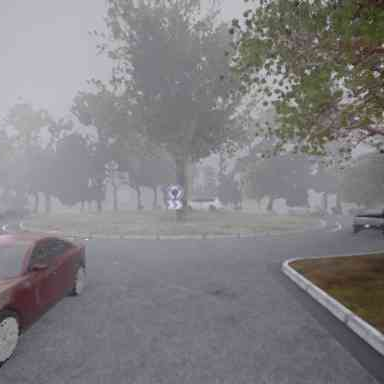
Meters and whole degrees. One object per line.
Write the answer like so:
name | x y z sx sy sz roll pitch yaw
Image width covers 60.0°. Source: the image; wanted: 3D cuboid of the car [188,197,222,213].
car | 1.423 1.775 45.971 5.566 2.045 2.150 0 -1 11

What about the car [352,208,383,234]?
car | 11.384 1.738 20.530 2.128 1.511 4.902 0 -1 40

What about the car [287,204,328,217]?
car | 12.913 2.052 37.675 1.895 1.301 4.718 0 -1 -25

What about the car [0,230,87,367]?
car | -3.411 1.551 6.023 1.882 1.535 5.008 1 -1 -1

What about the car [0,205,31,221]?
car | -17.621 1.926 31.758 2.033 1.411 5.357 0 -1 5
